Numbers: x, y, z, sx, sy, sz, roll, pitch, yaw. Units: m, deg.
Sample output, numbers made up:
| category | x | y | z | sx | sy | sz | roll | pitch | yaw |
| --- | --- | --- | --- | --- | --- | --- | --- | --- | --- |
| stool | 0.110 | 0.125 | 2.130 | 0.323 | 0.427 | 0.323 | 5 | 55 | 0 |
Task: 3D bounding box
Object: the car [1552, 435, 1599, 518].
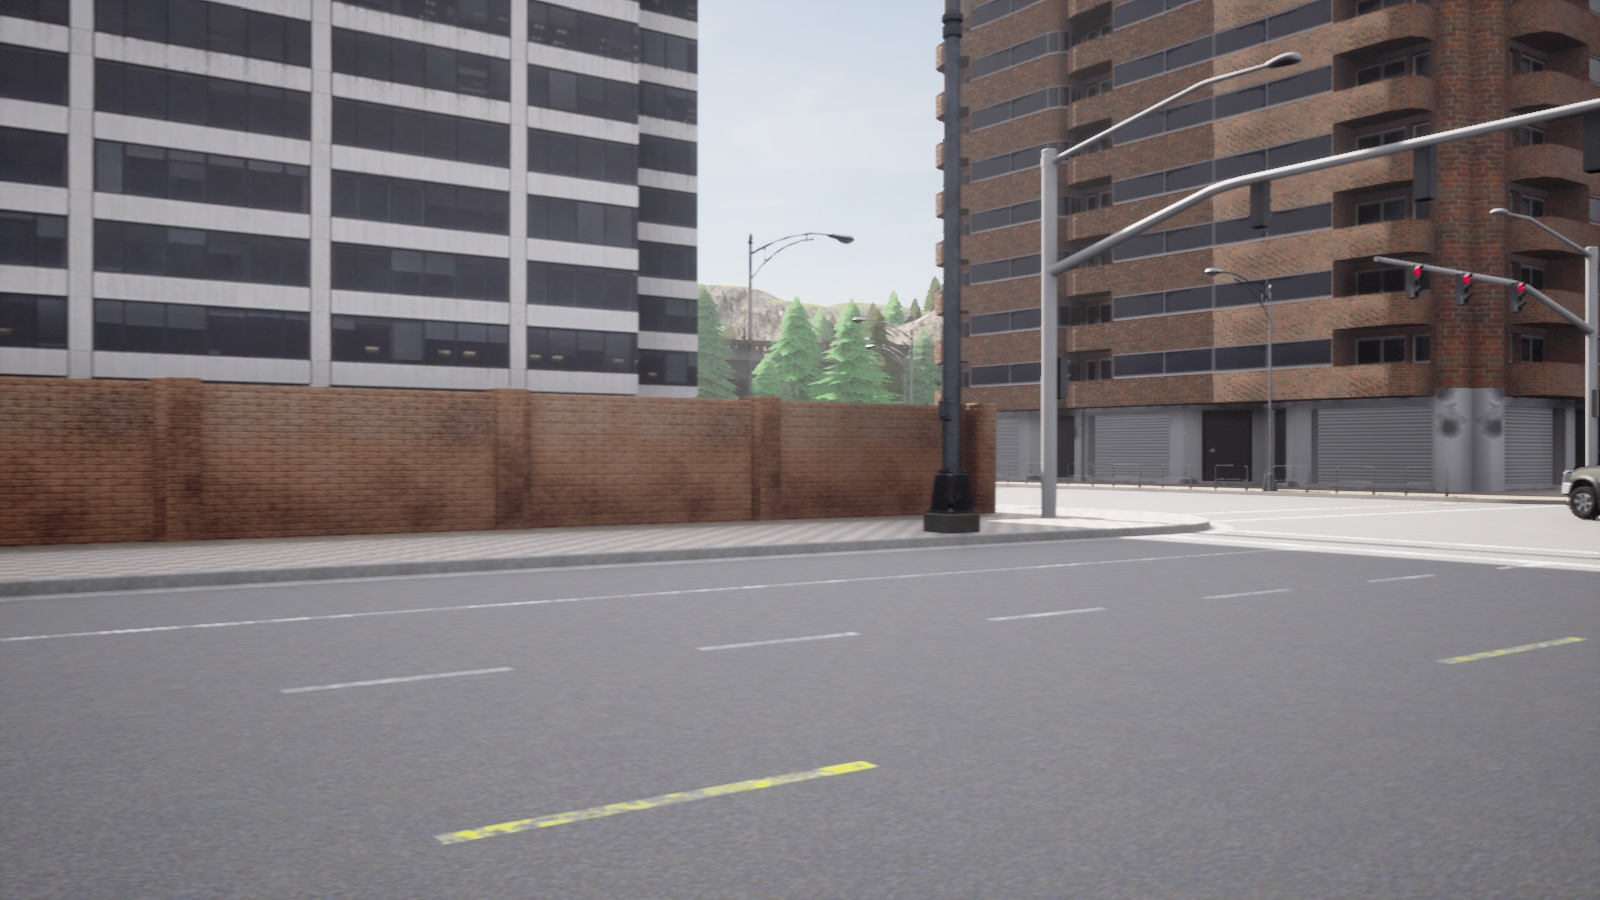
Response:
| category | x | y | z | sx | sy | sz | roll | pitch | yaw |
| --- | --- | --- | --- | --- | --- | --- | --- | --- | --- |
| car | 18.827 | 0.588 | 27.243 | 1.932 | 1.855 | 4.605 | 0 | 0 | -6 |
